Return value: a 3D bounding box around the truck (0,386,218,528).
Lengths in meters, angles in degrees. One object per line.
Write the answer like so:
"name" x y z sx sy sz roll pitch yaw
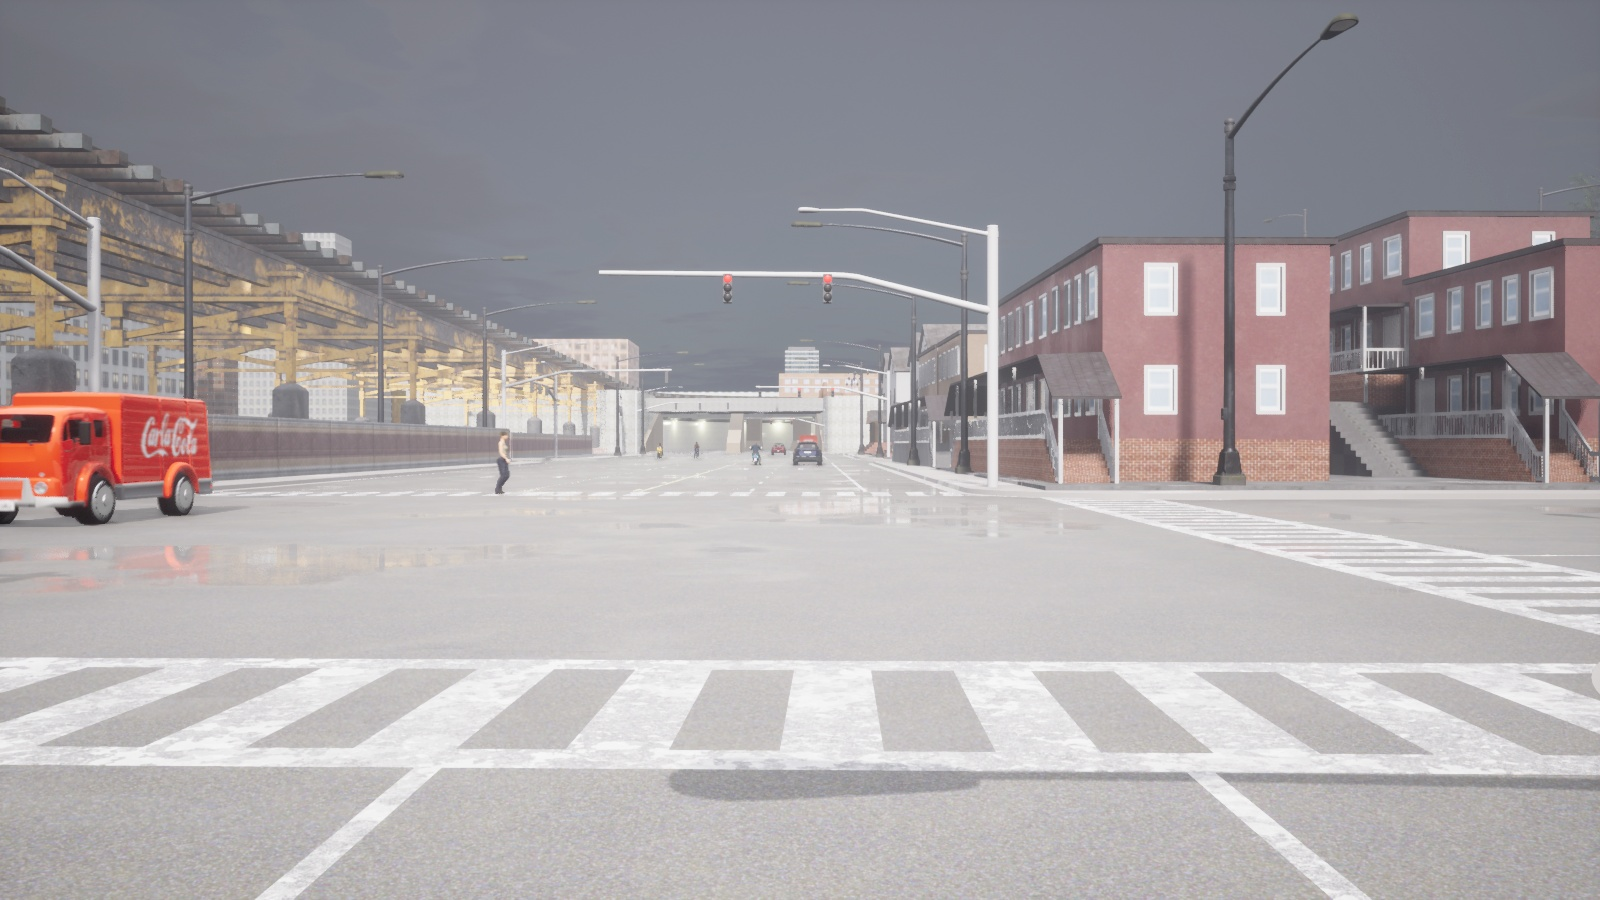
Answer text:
"truck" -13.840 0.111 24.413 2.627 2.467 5.204 0 0 0

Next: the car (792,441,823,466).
"car" 0.515 0.201 84.301 2.033 1.649 4.856 0 0 0

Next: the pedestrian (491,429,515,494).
"pedestrian" -8.504 0.322 35.984 0.594 1.836 0.345 0 0 2
